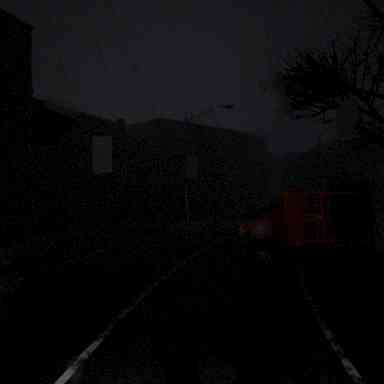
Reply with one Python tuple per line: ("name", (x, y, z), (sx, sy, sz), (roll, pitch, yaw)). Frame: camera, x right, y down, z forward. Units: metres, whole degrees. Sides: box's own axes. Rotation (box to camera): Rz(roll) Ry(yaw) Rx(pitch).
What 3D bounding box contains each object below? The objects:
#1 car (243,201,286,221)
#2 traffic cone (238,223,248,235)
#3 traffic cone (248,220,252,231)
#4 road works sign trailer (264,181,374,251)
("car", (5.854, 1.460, 26.376), (1.882, 1.535, 5.008), (1, 0, 39))
("traffic cone", (2.625, 1.945, 17.684), (0.340, 0.580, 0.340), (1, 0, 23))
("traffic cone", (3.406, 1.946, 19.525), (0.340, 0.580, 0.340), (1, 0, 23))
("road works sign trailer", (4.691, 0.942, 12.357), (2.880, 2.380, 3.560), (-2, -2, -45))
